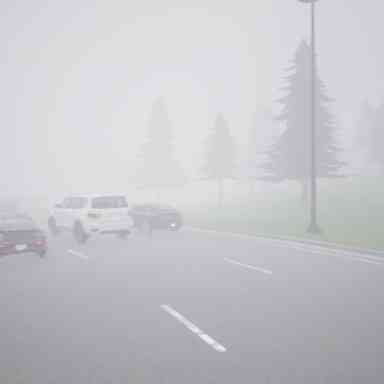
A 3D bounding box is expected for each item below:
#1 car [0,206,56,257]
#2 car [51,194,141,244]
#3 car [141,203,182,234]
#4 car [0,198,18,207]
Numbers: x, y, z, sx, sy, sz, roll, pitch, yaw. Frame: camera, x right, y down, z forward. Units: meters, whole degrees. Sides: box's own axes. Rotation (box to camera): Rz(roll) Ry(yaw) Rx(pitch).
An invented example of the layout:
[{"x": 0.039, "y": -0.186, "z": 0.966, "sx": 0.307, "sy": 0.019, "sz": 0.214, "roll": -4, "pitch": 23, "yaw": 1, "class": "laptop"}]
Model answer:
[{"x": -6.508, "y": 1.451, "z": 11.658, "sx": 1.812, "sy": 1.442, "sz": 4.674, "roll": -1, "pitch": 1, "yaw": -39, "class": "car"}, {"x": -4.891, "y": 1.099, "z": 15.577, "sx": 2.150, "sy": 2.045, "sz": 5.566, "roll": 0, "pitch": 0, "yaw": -41, "class": "car"}, {"x": -2.520, "y": 1.346, "z": 18.074, "sx": 1.837, "sy": 1.490, "sz": 4.892, "roll": 0, "pitch": 0, "yaw": -41, "class": "car"}, {"x": -17.739, "y": 1.312, "z": 29.863, "sx": 4.902, "sy": 1.511, "sz": 2.128, "roll": 0, "pitch": 1, "yaw": 29, "class": "car"}]
